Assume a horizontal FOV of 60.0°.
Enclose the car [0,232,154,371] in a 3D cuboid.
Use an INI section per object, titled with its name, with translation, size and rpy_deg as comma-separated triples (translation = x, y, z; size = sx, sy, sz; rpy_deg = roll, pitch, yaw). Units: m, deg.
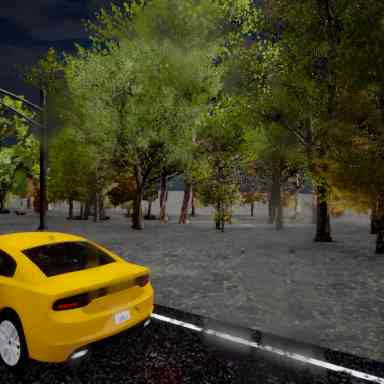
[car]
translation = -2.922, 1.444, 5.765
size = 5.008, 1.535, 1.882
rpy_deg = 1, 0, 35
